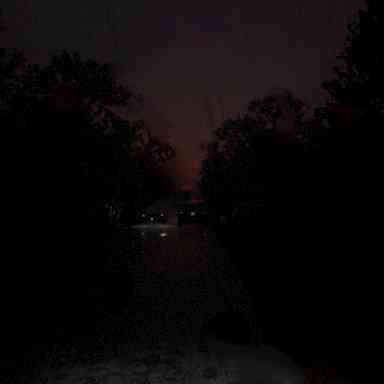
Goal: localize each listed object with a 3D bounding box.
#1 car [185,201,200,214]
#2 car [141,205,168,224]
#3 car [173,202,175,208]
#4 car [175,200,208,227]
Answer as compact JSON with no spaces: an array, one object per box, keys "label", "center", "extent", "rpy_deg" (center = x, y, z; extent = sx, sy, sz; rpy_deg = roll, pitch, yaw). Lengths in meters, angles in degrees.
[{"label":"car","center":[0.038,1.981,42.902],"extent":[1.882,1.535,5.008],"rpy_deg":[0,-1,0]},{"label":"car","center":[-2.929,1.747,26.752],"extent":[1.812,1.442,4.674],"rpy_deg":[0,-1,0]},{"label":"car","center":[-2.745,2.399,67.094],"extent":[1.882,1.535,5.008],"rpy_deg":[0,-1,0]},{"label":"car","center":[0.037,1.543,24.617],"extent":[2.097,1.767,4.553],"rpy_deg":[0,-1,0]}]
